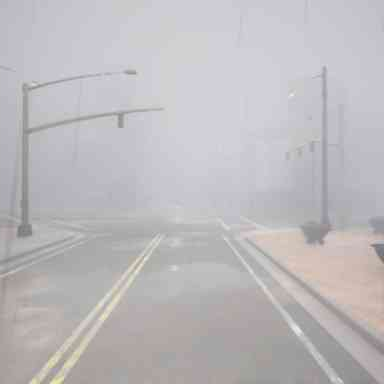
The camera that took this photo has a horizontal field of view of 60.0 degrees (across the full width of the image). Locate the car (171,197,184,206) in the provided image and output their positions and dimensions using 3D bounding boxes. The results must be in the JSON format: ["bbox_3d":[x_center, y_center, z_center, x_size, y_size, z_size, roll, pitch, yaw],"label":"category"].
[{"bbox_3d":[-3.523,2.306,73.486,2.128,1.511,4.902,0,-1,0],"label":"car"}]
